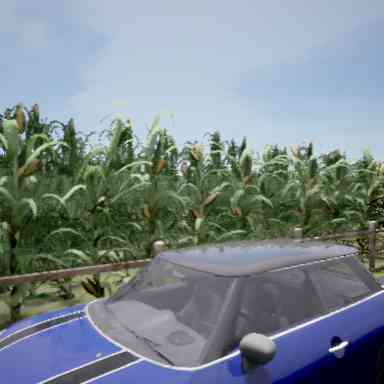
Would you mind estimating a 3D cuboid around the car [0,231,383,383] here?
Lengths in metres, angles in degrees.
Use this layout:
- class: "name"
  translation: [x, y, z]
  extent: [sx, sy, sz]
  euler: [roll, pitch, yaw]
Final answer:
- class: "car"
  translation: [0.215, 1.367, 3.287]
  extent: [4.553, 1.767, 2.097]
  euler: [0, 0, -36]
